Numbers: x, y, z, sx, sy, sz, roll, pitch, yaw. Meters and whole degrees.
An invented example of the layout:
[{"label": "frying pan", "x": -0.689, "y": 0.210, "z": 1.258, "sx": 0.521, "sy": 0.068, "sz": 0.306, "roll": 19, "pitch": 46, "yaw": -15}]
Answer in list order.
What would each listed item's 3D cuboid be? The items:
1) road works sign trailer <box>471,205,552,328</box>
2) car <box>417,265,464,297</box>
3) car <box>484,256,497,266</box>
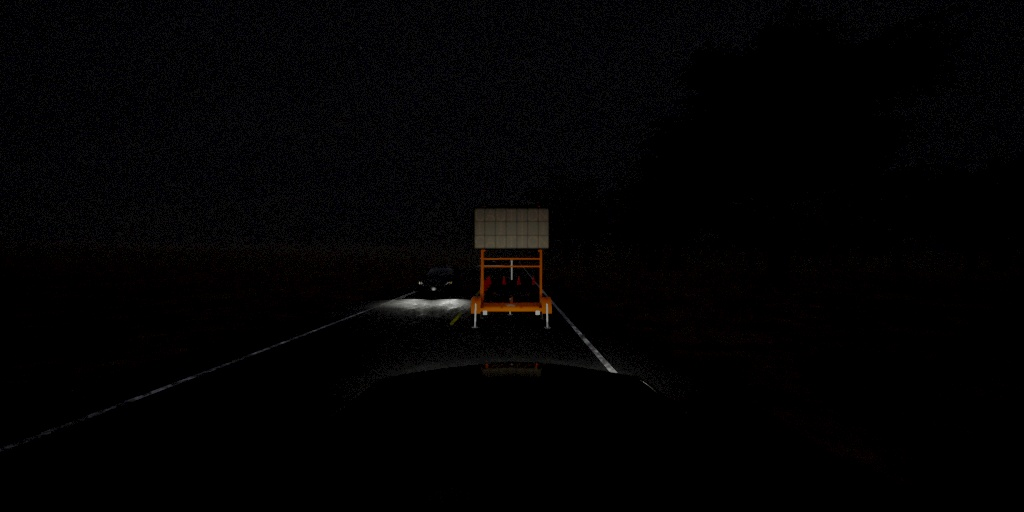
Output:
[{"label": "road works sign trailer", "x": -0.009, "y": 0.203, "z": 11.305, "sx": 2.380, "sy": 3.560, "sz": 2.880, "roll": 0, "pitch": 0, "yaw": 0}, {"label": "car", "x": -3.622, "y": 1.237, "z": 18.856, "sx": 1.812, "sy": 1.442, "sz": 4.674, "roll": 0, "pitch": 0, "yaw": 0}, {"label": "car", "x": -3.624, "y": 0.800, "z": 60.883, "sx": 1.882, "sy": 1.535, "sz": 5.008, "roll": 0, "pitch": 1, "yaw": 0}]
